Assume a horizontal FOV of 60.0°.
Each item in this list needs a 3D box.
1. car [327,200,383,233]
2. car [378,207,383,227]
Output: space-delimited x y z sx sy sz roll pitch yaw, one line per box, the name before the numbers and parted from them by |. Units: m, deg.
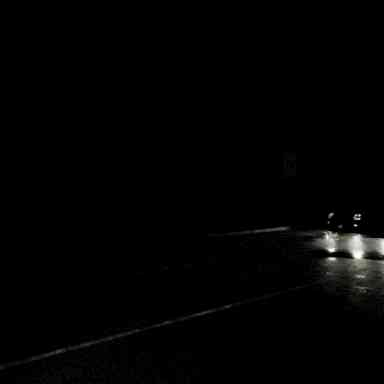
car | 10.184 1.381 20.142 4.553 1.767 2.097 0 0 -37
car | 11.522 1.591 16.778 4.181 1.385 1.994 0 0 -37
